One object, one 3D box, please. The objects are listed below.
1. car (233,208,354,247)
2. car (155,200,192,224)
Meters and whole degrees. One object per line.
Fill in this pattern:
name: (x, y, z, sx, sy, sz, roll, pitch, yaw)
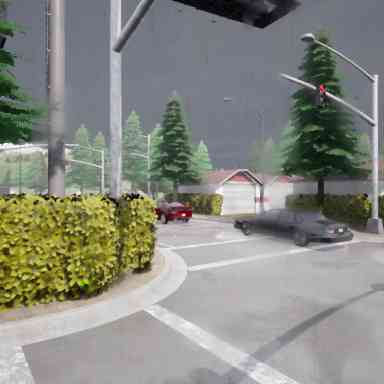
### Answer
car: (4.238, 1.422, 14.771, 2.033, 1.411, 5.357, 0, 2, -35)
car: (-1.956, 1.306, 23.366, 1.882, 1.535, 5.008, -1, 1, -35)
